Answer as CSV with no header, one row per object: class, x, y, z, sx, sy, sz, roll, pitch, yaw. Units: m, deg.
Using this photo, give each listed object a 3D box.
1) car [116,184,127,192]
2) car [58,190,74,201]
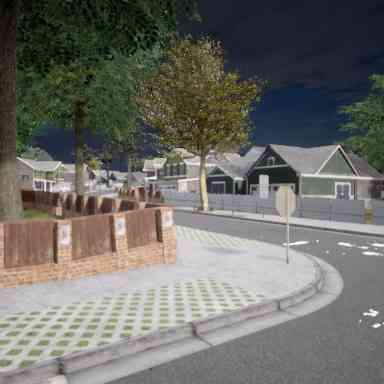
car,-19.633,-0.928,91.718,1.882,1.535,5.008,0,2,-1
car,-17.922,0.467,47.132,2.128,1.511,4.902,0,1,-31
